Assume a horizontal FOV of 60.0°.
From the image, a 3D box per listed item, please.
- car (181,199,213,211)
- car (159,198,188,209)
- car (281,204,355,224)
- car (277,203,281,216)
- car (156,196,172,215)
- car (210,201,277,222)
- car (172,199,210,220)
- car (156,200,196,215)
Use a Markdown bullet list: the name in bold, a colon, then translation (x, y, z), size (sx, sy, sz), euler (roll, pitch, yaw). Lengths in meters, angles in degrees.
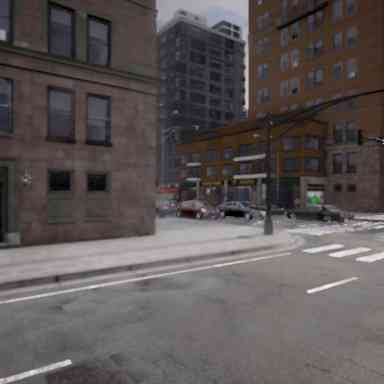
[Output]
- **car**: translation (0.608, 1.601, 40.949), size (1.802, 1.307, 4.206), euler (0, 0, -36)
- **car**: translation (-2.605, 1.587, 45.425), size (1.947, 1.339, 4.313), euler (0, 0, -36)
- **car**: translation (9.284, 1.608, 24.560), size (1.895, 1.301, 4.718), euler (0, 0, -35)
- **car**: translation (7.037, 1.583, 31.995), size (1.947, 1.339, 4.313), euler (0, 0, -36)
- **car**: translation (-2.696, 1.428, 31.793), size (1.967, 1.590, 4.097), euler (0, 0, -36)
- **car**: translation (4.002, 1.488, 26.813), size (2.128, 1.511, 4.902), euler (0, 0, -36)
- **car**: translation (0.518, 1.427, 27.316), size (1.967, 1.590, 4.097), euler (0, 0, -36)
- **car**: translation (-1.736, 1.599, 34.802), size (1.895, 1.301, 4.718), euler (0, 0, -36)
